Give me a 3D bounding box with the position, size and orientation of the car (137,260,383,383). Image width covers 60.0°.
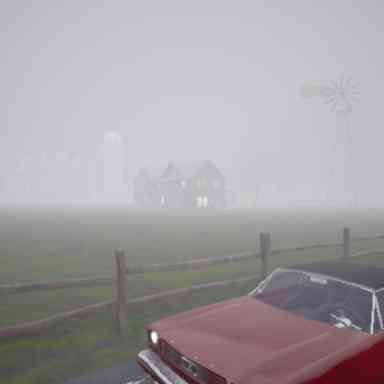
[{"bbox_3d":[1.730,1.687,4.341,4.718,1.301,1.895,1,-1,-37],"label":"car"}]
